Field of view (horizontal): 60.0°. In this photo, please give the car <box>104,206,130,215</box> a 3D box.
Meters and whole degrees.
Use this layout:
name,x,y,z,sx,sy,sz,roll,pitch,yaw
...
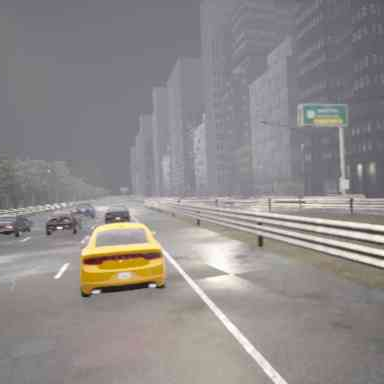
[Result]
name,x,y,z,sx,sy,sz,roll,pitch,yaw
car,-6.080,1.861,27.170,1.882,1.535,5.008,-3,0,-13

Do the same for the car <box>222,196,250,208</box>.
name,x,y,z,sx,sy,sz,roll,pitch,yaw
car,6.279,1.329,48.242,2.097,1.767,4.553,-3,0,-31

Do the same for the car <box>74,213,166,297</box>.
name,x,y,z,sx,sy,sz,roll,pitch,yaw
car,-1.942,1.599,9.217,1.882,1.535,5.008,-3,0,-13

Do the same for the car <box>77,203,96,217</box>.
name,x,y,z,sx,sy,sz,roll,pitch,yaw
car,-12.095,2.070,37.663,2.097,1.767,4.553,-3,0,-13

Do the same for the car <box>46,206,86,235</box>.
name,x,y,z,sx,sy,sz,roll,pitch,yaw
car,-8.635,1.997,22.697,1.837,1.490,4.892,-3,-1,-13

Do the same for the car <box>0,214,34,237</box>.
name,x,y,z,sx,sy,sz,roll,pitch,yaw
car,-12.105,2.210,22.187,2.033,1.411,5.357,-3,0,-13
